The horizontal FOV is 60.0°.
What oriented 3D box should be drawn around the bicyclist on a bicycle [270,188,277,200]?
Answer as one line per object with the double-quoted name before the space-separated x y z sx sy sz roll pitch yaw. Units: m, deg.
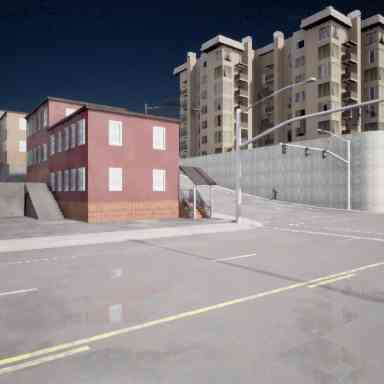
"bicyclist on a bicycle" 11.200 0.301 45.389 1.656 1.620 0.582 0 6 -35
